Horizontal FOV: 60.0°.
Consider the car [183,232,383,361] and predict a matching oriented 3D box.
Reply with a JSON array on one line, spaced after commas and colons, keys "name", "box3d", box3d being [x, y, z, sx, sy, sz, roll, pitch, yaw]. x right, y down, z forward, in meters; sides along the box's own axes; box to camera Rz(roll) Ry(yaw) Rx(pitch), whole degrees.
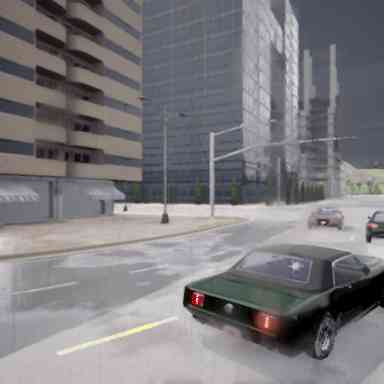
[{"name": "car", "box3d": [2.150, 1.626, 6.055, 4.718, 1.301, 1.895, 0, 0, -44]}]

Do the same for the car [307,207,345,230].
[{"name": "car", "box3d": [8.853, 1.667, 21.762, 1.994, 1.385, 4.181, 0, 0, 29]}]

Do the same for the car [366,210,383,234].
[{"name": "car", "box3d": [9.404, 1.587, 15.810, 1.812, 1.442, 4.674, 0, 0, 32]}]
